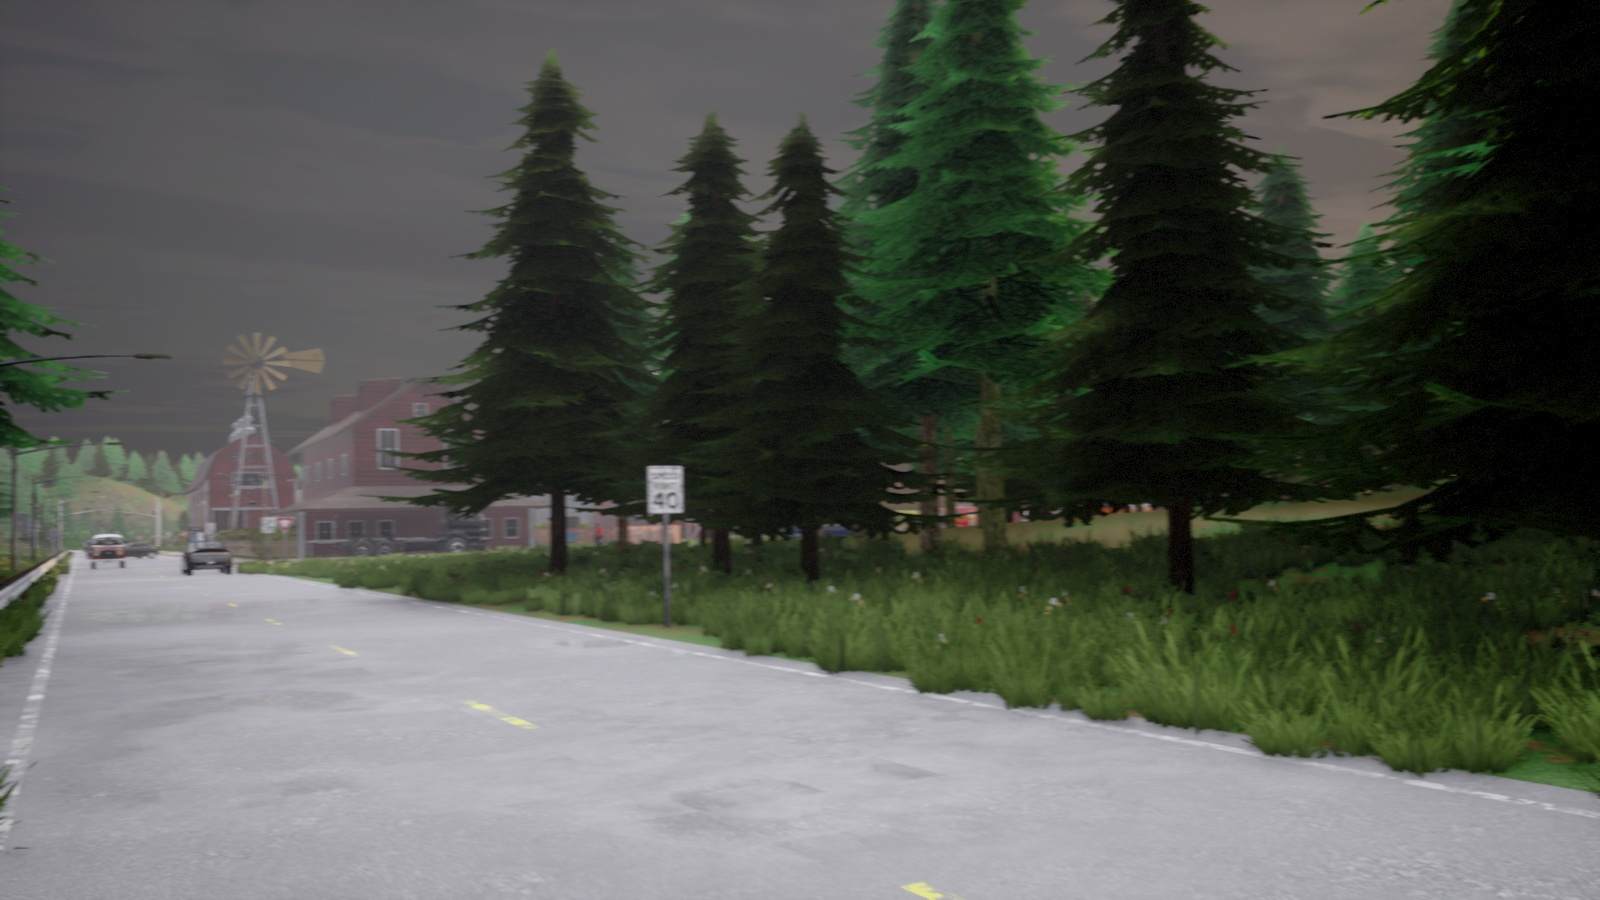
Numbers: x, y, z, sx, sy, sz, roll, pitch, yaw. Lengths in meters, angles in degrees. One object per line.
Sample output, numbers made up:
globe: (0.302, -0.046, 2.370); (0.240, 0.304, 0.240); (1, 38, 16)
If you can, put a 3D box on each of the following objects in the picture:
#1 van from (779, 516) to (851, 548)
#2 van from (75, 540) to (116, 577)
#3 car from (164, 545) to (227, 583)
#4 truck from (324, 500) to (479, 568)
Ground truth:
van: (0.989, 5.436, 83.546); (4.442, 1.987, 1.775); (0, -4, -30)
van: (-41.807, 6.425, 74.486); (2.069, 2.038, 4.480); (0, -4, -30)
car: (-27.051, 5.057, 56.122); (2.128, 1.511, 4.902); (0, -4, -30)
truck: (-22.254, 4.665, 70.158); (7.936, 3.462, 2.891); (0, -4, -25)
